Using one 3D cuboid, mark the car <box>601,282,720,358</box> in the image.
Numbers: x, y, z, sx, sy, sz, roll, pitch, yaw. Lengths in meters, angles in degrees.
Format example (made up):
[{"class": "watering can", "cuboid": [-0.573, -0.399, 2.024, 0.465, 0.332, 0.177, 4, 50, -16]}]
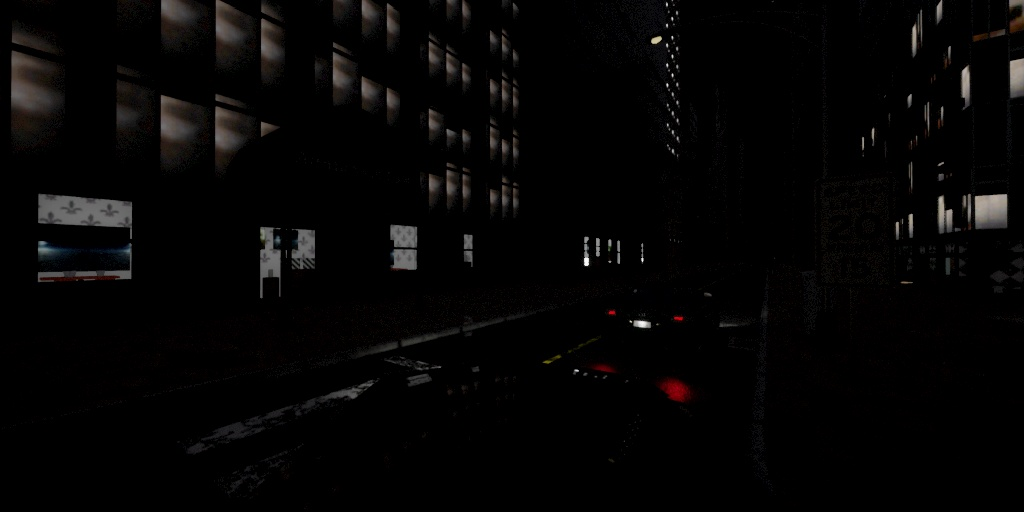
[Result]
[{"class": "car", "cuboid": [3.746, 1.323, 8.735, 1.994, 1.385, 4.181, 0, 0, 36]}]
